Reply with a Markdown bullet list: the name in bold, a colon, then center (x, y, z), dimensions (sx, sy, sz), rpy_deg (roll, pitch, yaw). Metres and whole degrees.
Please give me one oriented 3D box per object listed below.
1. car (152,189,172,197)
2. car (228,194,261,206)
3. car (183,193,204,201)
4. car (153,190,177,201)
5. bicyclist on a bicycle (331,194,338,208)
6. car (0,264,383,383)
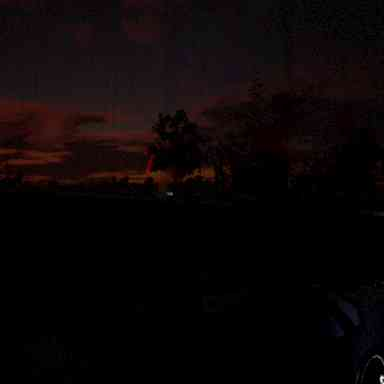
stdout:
- **car**: center (-5.841, 0.379, 66.412), dimensions (2.150, 2.045, 5.566), rpy_deg (-1, 1, -35)
- **car**: center (6.816, 0.991, 43.669), dimensions (1.882, 1.535, 5.008), rpy_deg (-1, 1, -35)
- **car**: center (0.263, 0.819, 57.906), dimensions (1.812, 1.442, 4.674), rpy_deg (-1, 1, -35)
- **car**: center (-4.683, 0.864, 60.035), dimensions (1.895, 1.301, 4.718), rpy_deg (-1, 1, -35)
- **bicyclist on a bicycle**: center (16.996, 1.045, 39.650), dimensions (1.656, 1.620, 0.582), rpy_deg (-1, 1, -35)
- **car**: center (0.203, 1.540, 3.234), dimensions (5.357, 1.411, 2.033), rpy_deg (0, 0, -36)
